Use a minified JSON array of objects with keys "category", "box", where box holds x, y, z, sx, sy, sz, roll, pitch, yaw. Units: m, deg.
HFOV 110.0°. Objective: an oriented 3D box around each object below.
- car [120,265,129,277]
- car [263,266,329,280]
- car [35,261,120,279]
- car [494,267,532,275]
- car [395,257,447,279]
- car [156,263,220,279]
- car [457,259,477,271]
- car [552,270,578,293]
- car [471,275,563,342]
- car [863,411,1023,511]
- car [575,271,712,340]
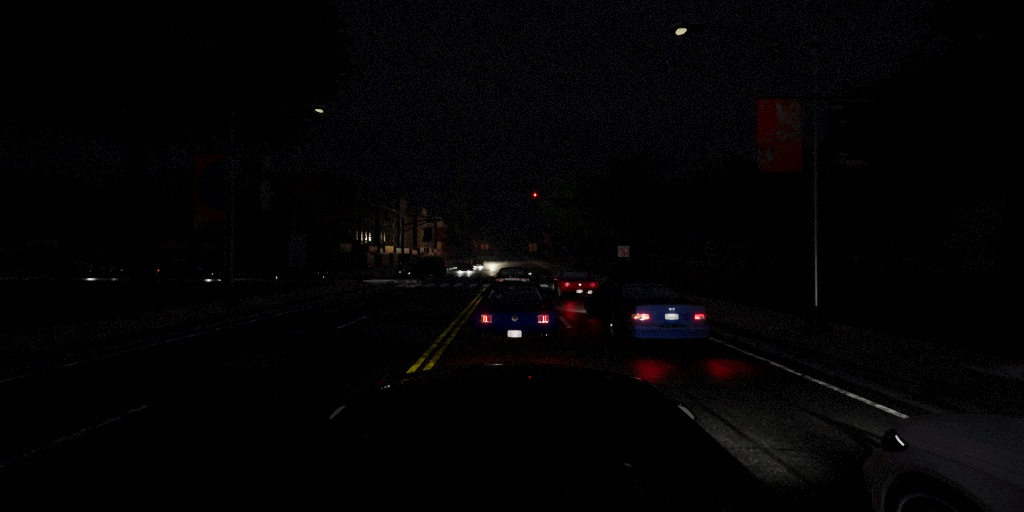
[{"category":"car","box":[-38.160,1.264,33.205,4.181,1.385,1.994,0,0,0]},{"category":"car","box":[-18.098,1.449,30.251,4.718,1.301,1.895,1,0,0]},{"category":"car","box":[-36.884,1.164,30.260,5.008,1.535,1.882,0,0,0]},{"category":"car","box":[0.045,1.314,19.178,1.882,1.535,5.008,0,0,0]},{"category":"car","box":[-8.856,1.123,35.299,2.150,2.045,5.566,0,0,31]},{"category":"car","box":[-27.260,1.325,30.248,4.181,1.385,1.994,0,0,0]},{"category":"car","box":[-6.616,1.387,51.351,1.994,1.385,4.181,0,0,0]},{"category":"car","box":[3.296,1.440,19.606,1.895,1.301,4.718,0,0,0]},{"category":"car","box":[0.078,1.374,9.837,1.895,1.301,4.718,0,0,0]},{"category":"car","box":[3.344,1.275,0.487,1.812,1.442,4.674,0,0,0]},{"category":"car","box":[3.328,1.322,9.963,2.033,1.411,5.357,0,0,0]}]
